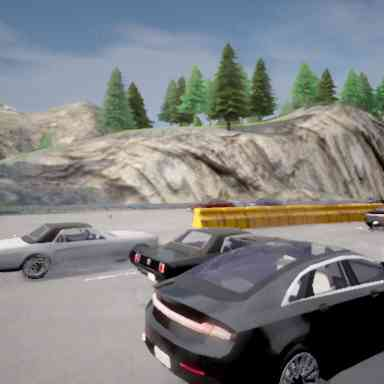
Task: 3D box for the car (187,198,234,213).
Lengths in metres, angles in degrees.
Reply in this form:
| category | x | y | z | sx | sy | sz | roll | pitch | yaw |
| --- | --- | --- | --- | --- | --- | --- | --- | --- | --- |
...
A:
| category | x | y | z | sx | sy | sz | roll | pitch | yaw |
| --- | --- | --- | --- | --- | --- | --- | --- | --- | --- |
| car | 1.915 | 1.378 | 33.646 | 5.008 | 1.535 | 1.882 | 0 | 0 | -28 |

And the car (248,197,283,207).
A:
| category | x | y | z | sx | sy | sz | roll | pitch | yaw |
| --- | --- | --- | --- | --- | --- | --- | --- | --- | --- |
| car | 9.137 | 1.411 | 41.362 | 4.674 | 1.442 | 1.812 | 0 | 0 | -27 |

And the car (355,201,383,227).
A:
| category | x | y | z | sx | sy | sz | roll | pitch | yaw |
| --- | --- | --- | --- | --- | --- | --- | --- | --- | --- |
| car | 11.951 | 1.448 | 18.911 | 4.902 | 1.511 | 2.128 | 0 | 0 | -28 |

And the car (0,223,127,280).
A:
| category | x | y | z | sx | sy | sz | roll | pitch | yaw |
| --- | --- | --- | --- | --- | --- | --- | --- | --- | --- |
| car | -3.291 | 1.566 | 9.875 | 4.718 | 1.301 | 1.895 | 0 | 0 | -34 |

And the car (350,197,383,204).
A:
| category | x | y | z | sx | sy | sz | roll | pitch | yaw |
| --- | --- | --- | --- | --- | --- | --- | --- | --- | --- |
| car | 20.833 | 1.399 | 39.403 | 4.902 | 1.511 | 2.128 | 0 | 0 | -26 |

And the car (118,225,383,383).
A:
| category | x | y | z | sx | sy | sz | roll | pitch | yaw |
| --- | --- | --- | --- | --- | --- | --- | --- | --- | --- |
| car | 1.712 | 1.478 | 4.772 | 4.902 | 1.511 | 2.128 | 0 | 0 | -34 |

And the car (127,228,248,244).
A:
| category | x | y | z | sx | sy | sz | roll | pitch | yaw |
| --- | --- | --- | --- | --- | --- | --- | --- | --- | --- |
| car | 0.977 | 1.575 | 8.504 | 4.718 | 1.301 | 1.895 | 0 | 0 | -33 |
